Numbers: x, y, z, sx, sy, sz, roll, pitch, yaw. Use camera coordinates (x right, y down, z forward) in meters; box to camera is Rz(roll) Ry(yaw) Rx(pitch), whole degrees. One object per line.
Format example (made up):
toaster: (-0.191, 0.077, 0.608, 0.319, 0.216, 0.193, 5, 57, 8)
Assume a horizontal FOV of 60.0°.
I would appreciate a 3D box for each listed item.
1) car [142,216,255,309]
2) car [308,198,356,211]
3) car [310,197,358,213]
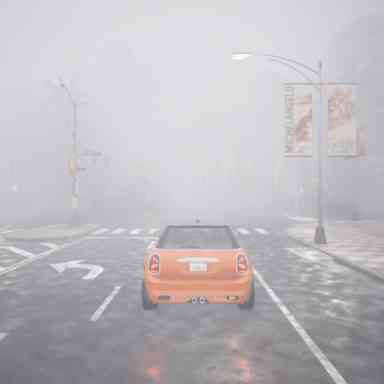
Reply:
car: (0.116, 1.352, 8.019, 2.097, 1.767, 4.553, 0, 0, 0)
car: (16.703, 1.492, 39.861, 4.902, 1.511, 2.128, 0, 0, 1)
car: (15.485, 1.352, 36.377, 4.553, 1.767, 2.097, 0, 0, 1)
